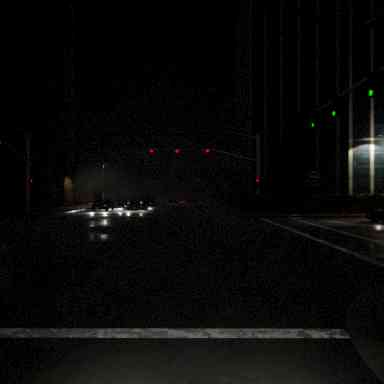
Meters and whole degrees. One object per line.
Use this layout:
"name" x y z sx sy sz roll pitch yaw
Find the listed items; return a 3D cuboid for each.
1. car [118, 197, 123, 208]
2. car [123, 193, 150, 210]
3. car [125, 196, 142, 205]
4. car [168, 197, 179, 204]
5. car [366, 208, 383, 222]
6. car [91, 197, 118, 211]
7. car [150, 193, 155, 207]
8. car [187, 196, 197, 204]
"car" -10.641 1.491 49.181 2.128 1.511 4.902 0 0 0
"car" -7.141 1.352 43.421 2.097 1.767 4.553 0 0 0
"car" -10.601 1.492 60.658 2.128 1.511 4.902 0 0 0
"car" -3.566 1.601 65.546 1.895 1.301 4.718 0 0 0
"car" 15.459 1.478 24.352 5.008 1.535 1.882 0 0 -1
"car" -10.619 1.526 39.912 1.812 1.442 4.674 0 0 0
"car" -7.139 1.222 52.923 2.150 2.045 5.566 0 0 0
"car" -0.065 1.526 64.979 1.812 1.442 4.674 0 0 0
